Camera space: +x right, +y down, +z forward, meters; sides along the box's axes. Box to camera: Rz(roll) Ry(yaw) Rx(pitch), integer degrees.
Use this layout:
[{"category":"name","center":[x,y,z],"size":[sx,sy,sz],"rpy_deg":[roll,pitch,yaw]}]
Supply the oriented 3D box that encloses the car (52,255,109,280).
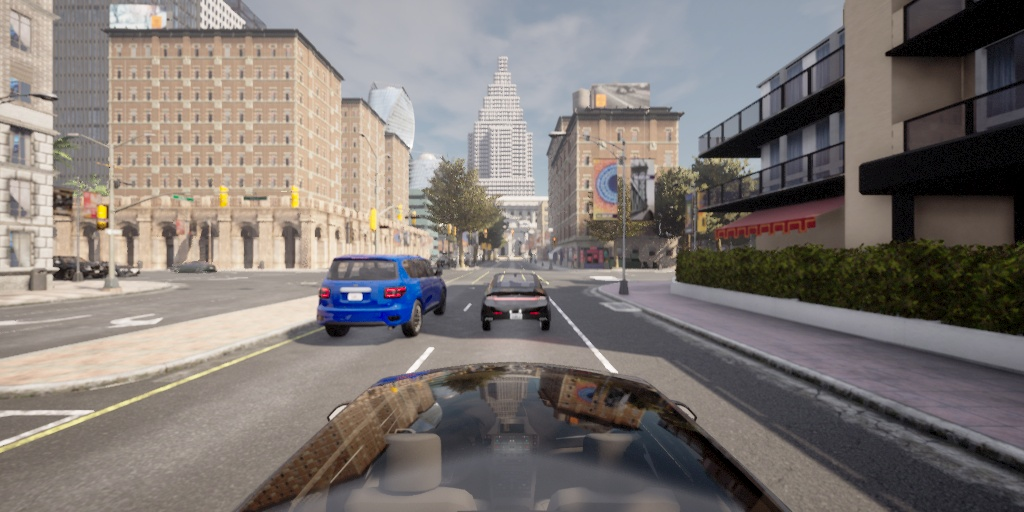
[{"category":"car","center":[-38.108,0.977,30.528],"size":[5.566,2.045,2.150],"rpy_deg":[0,0,0]}]

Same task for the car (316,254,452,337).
[{"category":"car","center":[-3.395,0.974,10.460],"size":[2.150,2.045,5.566],"rpy_deg":[0,0,0]}]

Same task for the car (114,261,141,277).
[{"category":"car","center":[-38.260,1.249,34.047],"size":[4.902,1.511,2.128],"rpy_deg":[0,0,0]}]

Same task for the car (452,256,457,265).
[{"category":"car","center":[-11.483,0.984,62.094],"size":[2.150,2.045,5.566],"rpy_deg":[0,0,0]}]

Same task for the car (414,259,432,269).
[{"category":"car","center":[-14.985,1.264,60.661],"size":[1.837,1.490,4.892],"rpy_deg":[0,1,0]}]

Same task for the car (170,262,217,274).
[{"category":"car","center":[-36.563,1.323,41.232],"size":[4.181,1.385,1.994],"rpy_deg":[0,0,0]}]

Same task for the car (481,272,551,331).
[{"category":"car","center":[0.108,1.244,11.073],"size":[2.128,1.511,4.902],"rpy_deg":[0,0,0]}]
